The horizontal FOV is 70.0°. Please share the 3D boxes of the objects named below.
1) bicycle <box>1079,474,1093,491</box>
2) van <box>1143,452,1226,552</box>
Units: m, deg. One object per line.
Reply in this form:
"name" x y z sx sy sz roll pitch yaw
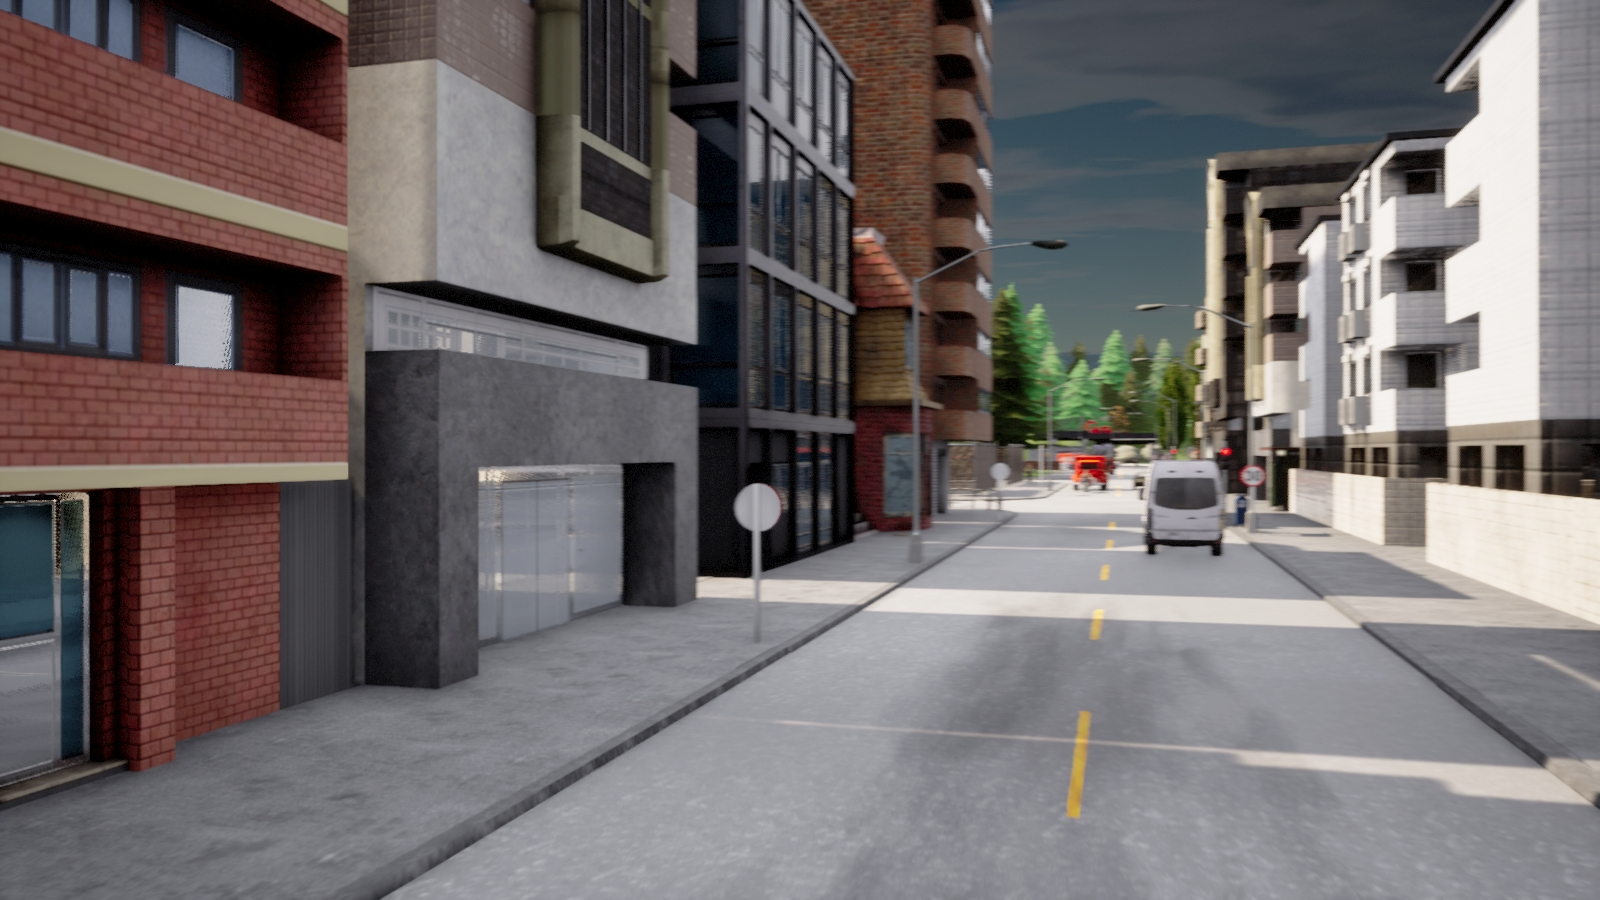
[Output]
"bicycle" 18.976 2.129 75.809 0.859 1.080 1.487 0 0 16
"van" 10.843 1.353 32.569 1.988 2.561 5.915 0 0 16
